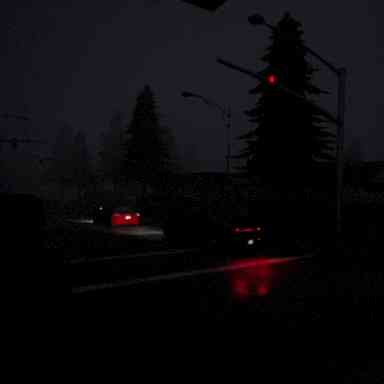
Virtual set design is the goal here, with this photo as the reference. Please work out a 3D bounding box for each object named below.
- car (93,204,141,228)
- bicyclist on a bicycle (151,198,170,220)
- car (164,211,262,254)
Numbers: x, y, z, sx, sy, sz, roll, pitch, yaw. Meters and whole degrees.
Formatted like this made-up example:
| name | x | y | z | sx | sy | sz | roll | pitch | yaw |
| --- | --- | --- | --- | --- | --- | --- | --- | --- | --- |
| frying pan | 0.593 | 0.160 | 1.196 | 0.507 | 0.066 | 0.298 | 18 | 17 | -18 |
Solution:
| name | x | y | z | sx | sy | sz | roll | pitch | yaw |
| --- | --- | --- | --- | --- | --- | --- | --- | --- | --- |
| car | -5.022 | 1.488 | 21.890 | 1.994 | 1.385 | 4.181 | 1 | 0 | -35 |
| bicyclist on a bicycle | -2.313 | 1.308 | 24.697 | 1.656 | 1.620 | 0.582 | 1 | 0 | -36 |
| car | 0.664 | 1.507 | 13.717 | 2.128 | 1.511 | 4.902 | 2 | 0 | -36 |
